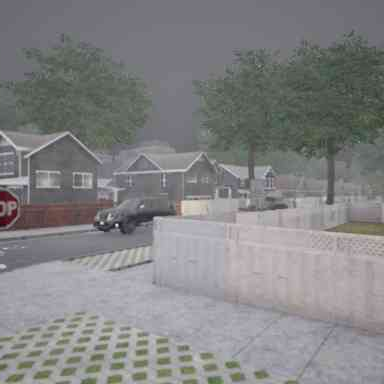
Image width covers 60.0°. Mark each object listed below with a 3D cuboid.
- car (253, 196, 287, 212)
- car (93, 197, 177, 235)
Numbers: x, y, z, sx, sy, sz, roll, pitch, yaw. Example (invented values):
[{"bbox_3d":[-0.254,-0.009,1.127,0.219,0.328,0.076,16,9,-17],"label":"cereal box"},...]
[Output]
[{"bbox_3d":[8.752,1.451,36.798,2.150,2.045,5.566,0,0,36],"label":"car"},{"bbox_3d":[-3.215,1.323,20.042,2.150,2.045,5.566,0,0,36],"label":"car"}]
